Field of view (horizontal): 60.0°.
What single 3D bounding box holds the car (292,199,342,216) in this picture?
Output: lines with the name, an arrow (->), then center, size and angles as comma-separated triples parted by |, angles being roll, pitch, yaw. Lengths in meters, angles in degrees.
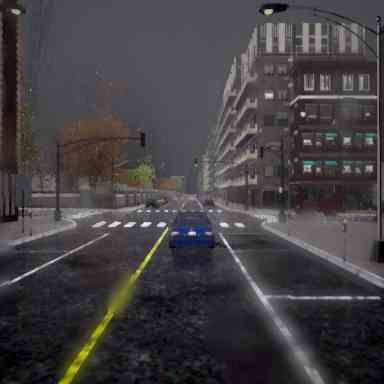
car -> 13.466, 1.618, 35.708 | 5.009, 1.841, 2.192 | 1, -1, -1

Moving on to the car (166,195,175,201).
car -> -5.687, 1.550, 87.441 | 1.967, 1.590, 4.097 | 0, 0, 0

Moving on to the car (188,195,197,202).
car -> 0.002, 1.611, 73.826 | 1.895, 1.301, 4.718 | 0, 0, 0

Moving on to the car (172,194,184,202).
car -> -3.000, 1.389, 78.477 | 2.097, 1.767, 4.553 | 0, 0, 0

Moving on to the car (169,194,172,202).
car -> -5.687, 1.376, 64.921 | 2.192, 1.841, 5.009 | 0, 0, 0

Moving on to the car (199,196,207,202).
car -> 2.693, 1.641, 81.811 | 1.887, 1.381, 4.507 | 0, 0, 0

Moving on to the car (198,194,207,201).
car -> 2.694, 1.425, 87.442 | 2.192, 1.841, 5.009 | 0, 0, 0

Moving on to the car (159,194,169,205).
car -> -5.687, 1.576, 59.121 | 1.752, 1.417, 4.829 | 0, 0, 0

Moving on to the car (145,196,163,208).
car -> -5.687, 1.600, 48.030 | 1.947, 1.339, 4.313 | 0, 0, 0

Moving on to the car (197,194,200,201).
car -> 2.693, 1.513, 70.551 | 1.967, 1.590, 4.097 | 0, 0, 0

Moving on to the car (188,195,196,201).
car -> 0.002, 1.582, 87.195 | 1.895, 1.301, 4.718 | 0, 0, 0

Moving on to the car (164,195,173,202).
car -> -5.687, 1.537, 81.812 | 1.967, 1.590, 4.097 | 0, 0, 0

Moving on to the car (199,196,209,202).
car -> 2.692, 1.635, 76.181 | 2.008, 1.369, 4.403 | 0, 0, 0

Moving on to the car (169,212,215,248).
car -> 0.000, 1.567, 14.651 | 2.033, 1.411, 5.357 | 0, 0, 0

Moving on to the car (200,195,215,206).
car -> 2.693, 1.587, 53.660 | 1.887, 1.381, 4.507 | 0, 0, 0
